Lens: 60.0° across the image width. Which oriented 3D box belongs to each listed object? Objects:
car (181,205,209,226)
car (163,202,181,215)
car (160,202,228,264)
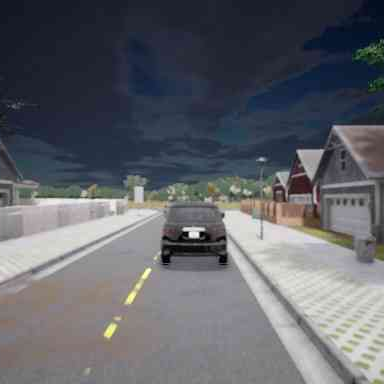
[{"bbox_3d":[0.277,1.853,27.439,2.033,1.411,5.357,0,-1,1],"label":"car"},{"bbox_3d":[-2.361,1.980,40.103,1.812,1.442,4.674,0,-1,1],"label":"car"},{"bbox_3d":[0.104,1.361,12.477,2.150,2.045,5.566,0,0,1],"label":"car"}]
